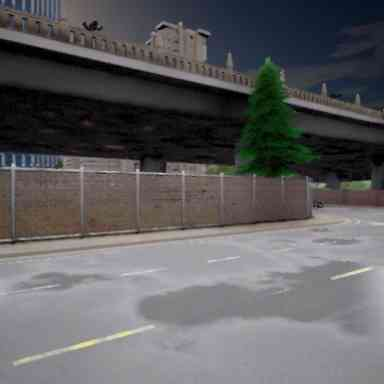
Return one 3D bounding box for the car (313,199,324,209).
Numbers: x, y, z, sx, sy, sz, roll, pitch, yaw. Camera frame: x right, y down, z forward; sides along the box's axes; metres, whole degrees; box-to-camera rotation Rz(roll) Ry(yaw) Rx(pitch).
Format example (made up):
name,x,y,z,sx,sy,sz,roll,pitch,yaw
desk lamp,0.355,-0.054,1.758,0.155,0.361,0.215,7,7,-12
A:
name,x,y,z,sx,sy,sz,roll,pitch,yaw
car,14.968,1.453,43.538,1.882,1.535,5.008,0,0,-25
